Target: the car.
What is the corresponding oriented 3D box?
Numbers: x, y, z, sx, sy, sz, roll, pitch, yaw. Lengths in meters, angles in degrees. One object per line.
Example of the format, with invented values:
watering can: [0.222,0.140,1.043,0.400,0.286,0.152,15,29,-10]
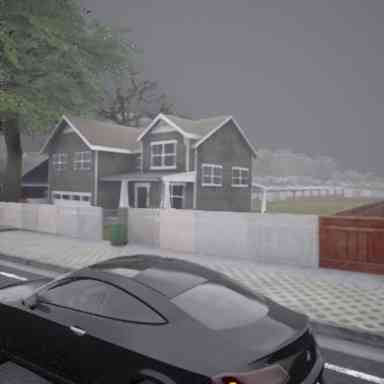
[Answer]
car: [-0.857,1.537,4.150,4.674,1.442,1.812,0,0,35]
